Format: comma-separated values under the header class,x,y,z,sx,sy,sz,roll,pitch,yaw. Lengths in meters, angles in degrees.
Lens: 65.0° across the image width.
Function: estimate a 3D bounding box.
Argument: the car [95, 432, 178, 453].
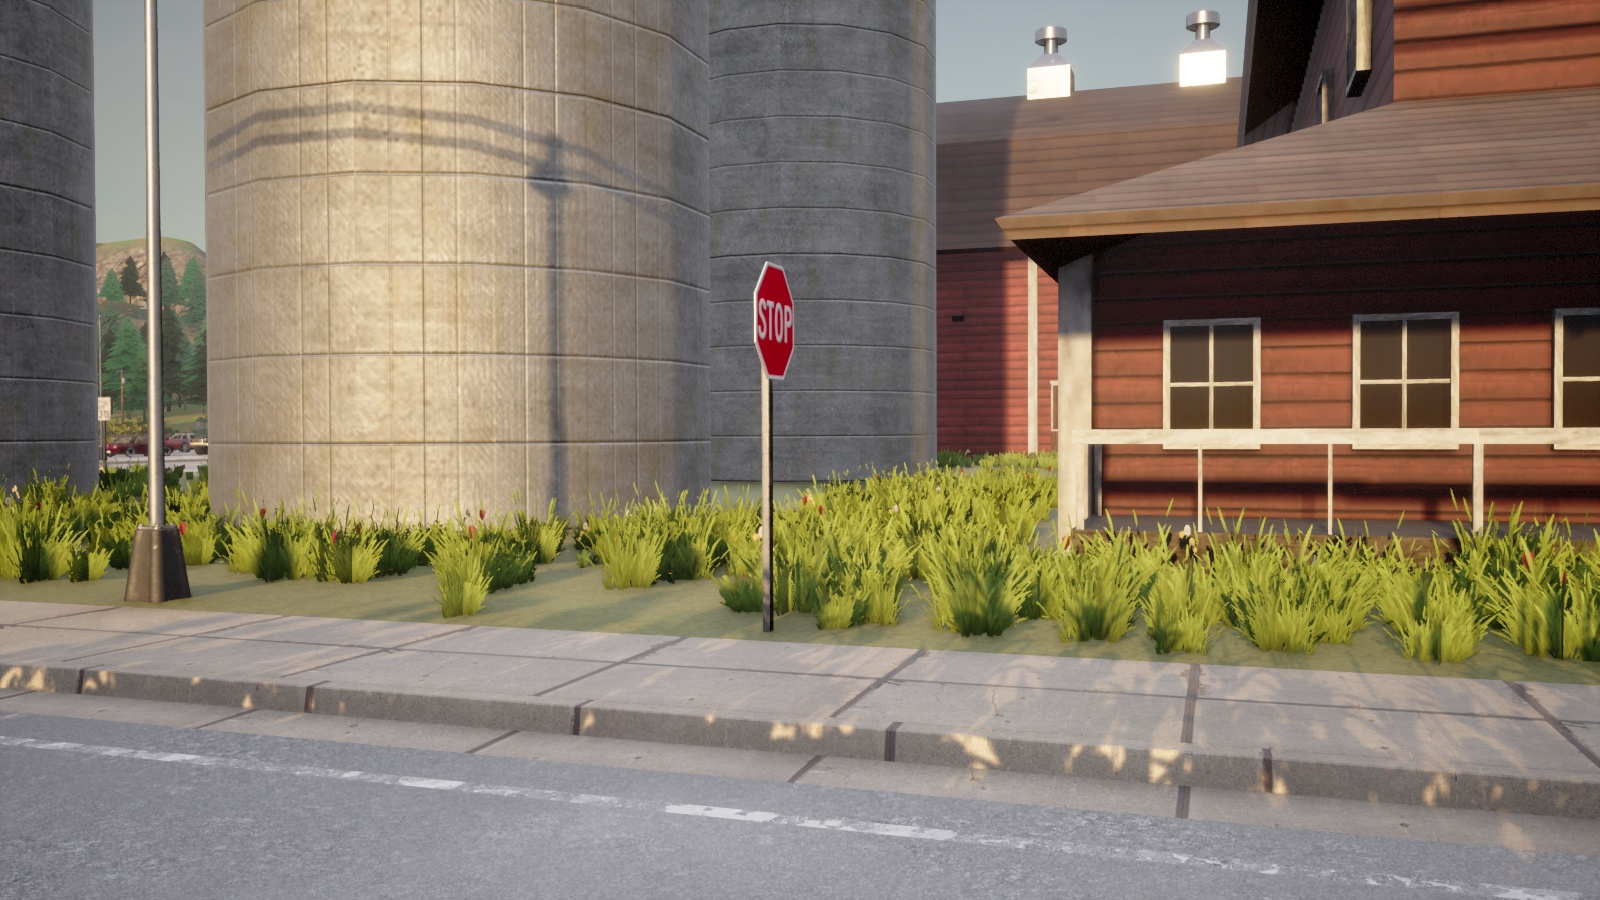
class,x,y,z,sx,sy,sz,roll,pitch,yaw
car,-42.547,-0.523,80.598,1.895,1.301,4.718,1,1,18
